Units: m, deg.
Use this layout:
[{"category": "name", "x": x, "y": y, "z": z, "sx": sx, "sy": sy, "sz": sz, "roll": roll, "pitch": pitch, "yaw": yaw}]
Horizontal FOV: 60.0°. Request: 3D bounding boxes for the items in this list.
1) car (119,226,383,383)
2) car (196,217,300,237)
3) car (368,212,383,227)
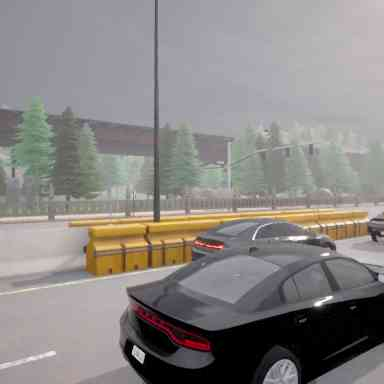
[{"category": "car", "x": 1.474, "y": 1.478, "z": 4.798, "sx": 5.008, "sy": 1.535, "sz": 1.882, "roll": 0, "pitch": 0, "yaw": -36}, {"category": "car", "x": 2.242, "y": 1.505, "z": 9.650, "sx": 4.892, "sy": 1.490, "sz": 1.837, "roll": 0, "pitch": 0, "yaw": -35}, {"category": "car", "x": 9.909, "y": 1.491, "z": 15.124, "sx": 4.902, "sy": 1.511, "sz": 2.128, "roll": 0, "pitch": 0, "yaw": -36}]
